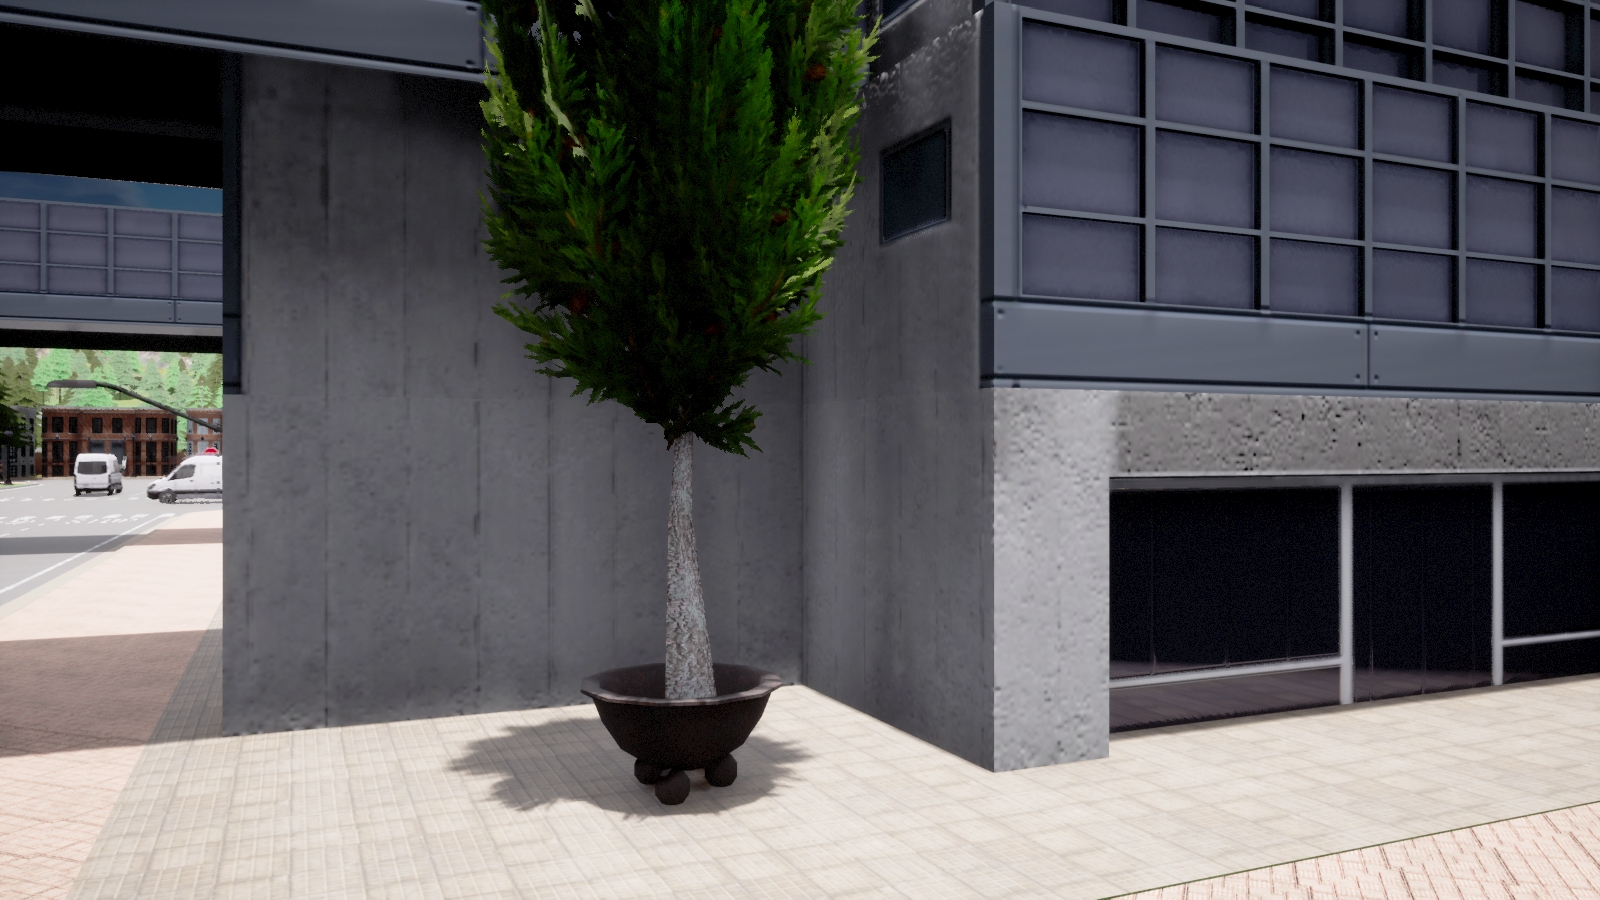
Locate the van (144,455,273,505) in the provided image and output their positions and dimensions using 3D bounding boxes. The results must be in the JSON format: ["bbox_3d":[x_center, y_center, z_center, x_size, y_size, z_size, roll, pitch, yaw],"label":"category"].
[{"bbox_3d":[-31.089,1.534,60.295,5.915,2.561,1.988,0,0,-23],"label":"van"}]
